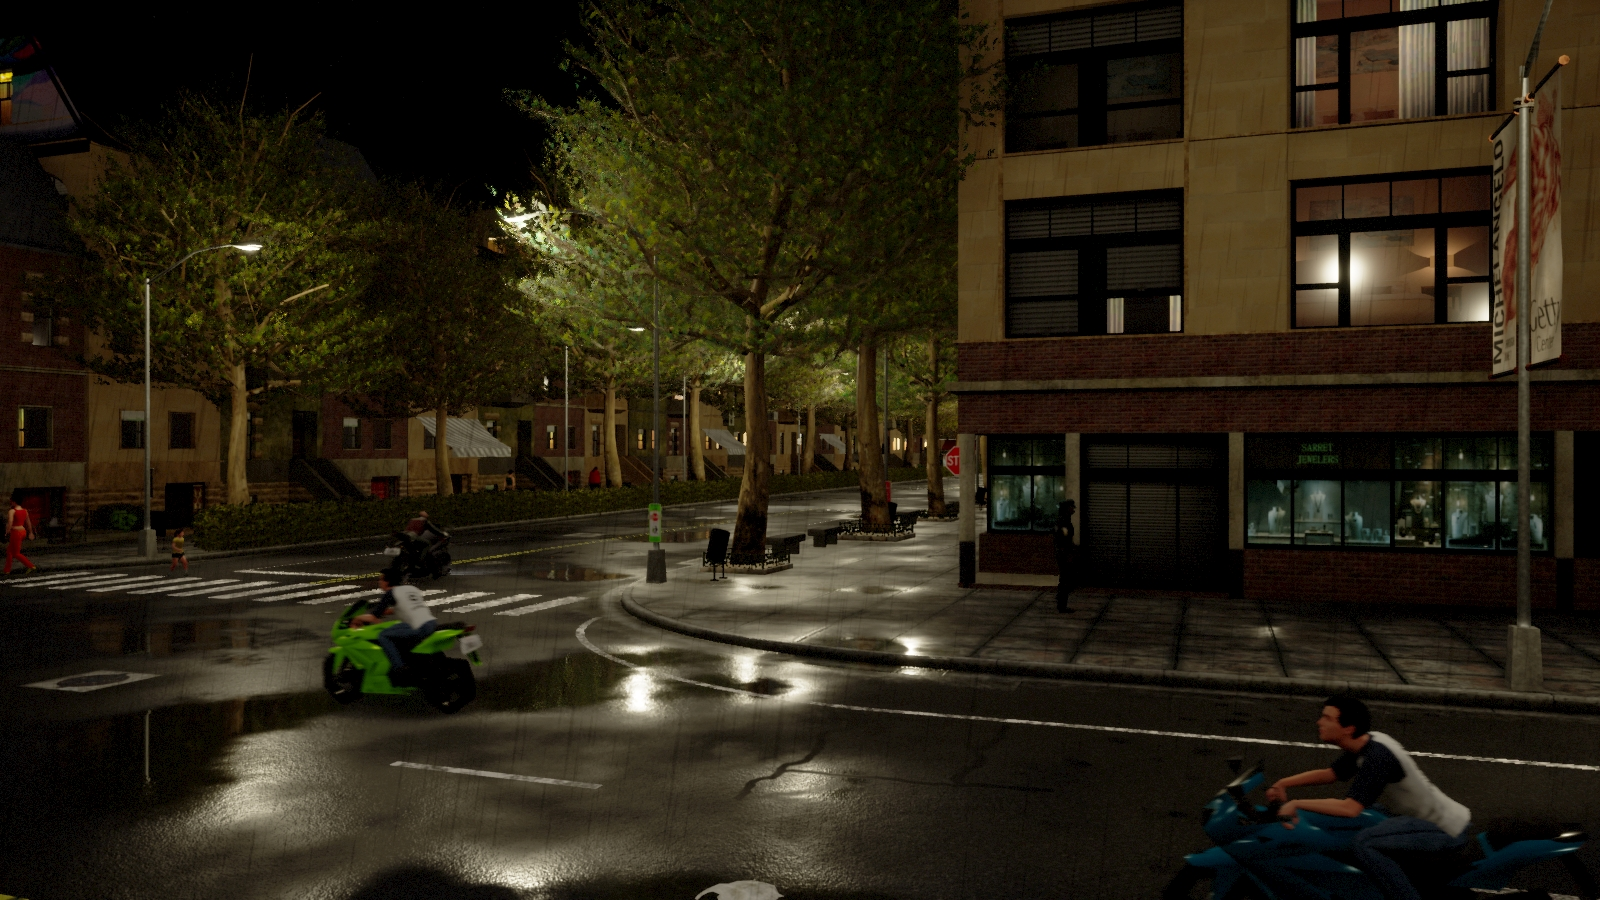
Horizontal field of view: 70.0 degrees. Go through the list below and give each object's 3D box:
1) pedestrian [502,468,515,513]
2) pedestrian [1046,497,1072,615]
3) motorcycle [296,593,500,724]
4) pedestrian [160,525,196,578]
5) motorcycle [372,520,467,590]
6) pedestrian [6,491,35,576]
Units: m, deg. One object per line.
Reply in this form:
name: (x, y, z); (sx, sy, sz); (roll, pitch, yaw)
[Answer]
pedestrian: (-12.170, 1.696, 47.654); (0.375, 1.860, 0.375); (0, 0, 19)
pedestrian: (4.169, 1.699, 18.388); (0.375, 1.860, 0.375); (0, 0, 8)
motorcycle: (-4.342, 2.213, 12.351); (2.033, 1.145, 0.803); (0, 0, 20)
pedestrian: (-13.727, 2.229, 25.218); (0.500, 1.100, 0.500); (0, 0, 22)
motorcycle: (-8.073, 2.205, 24.350); (0.867, 1.251, 2.209); (1, 0, 13)
pedestrian: (-17.317, 1.849, 25.371); (0.375, 1.860, 0.375); (0, 0, 8)
